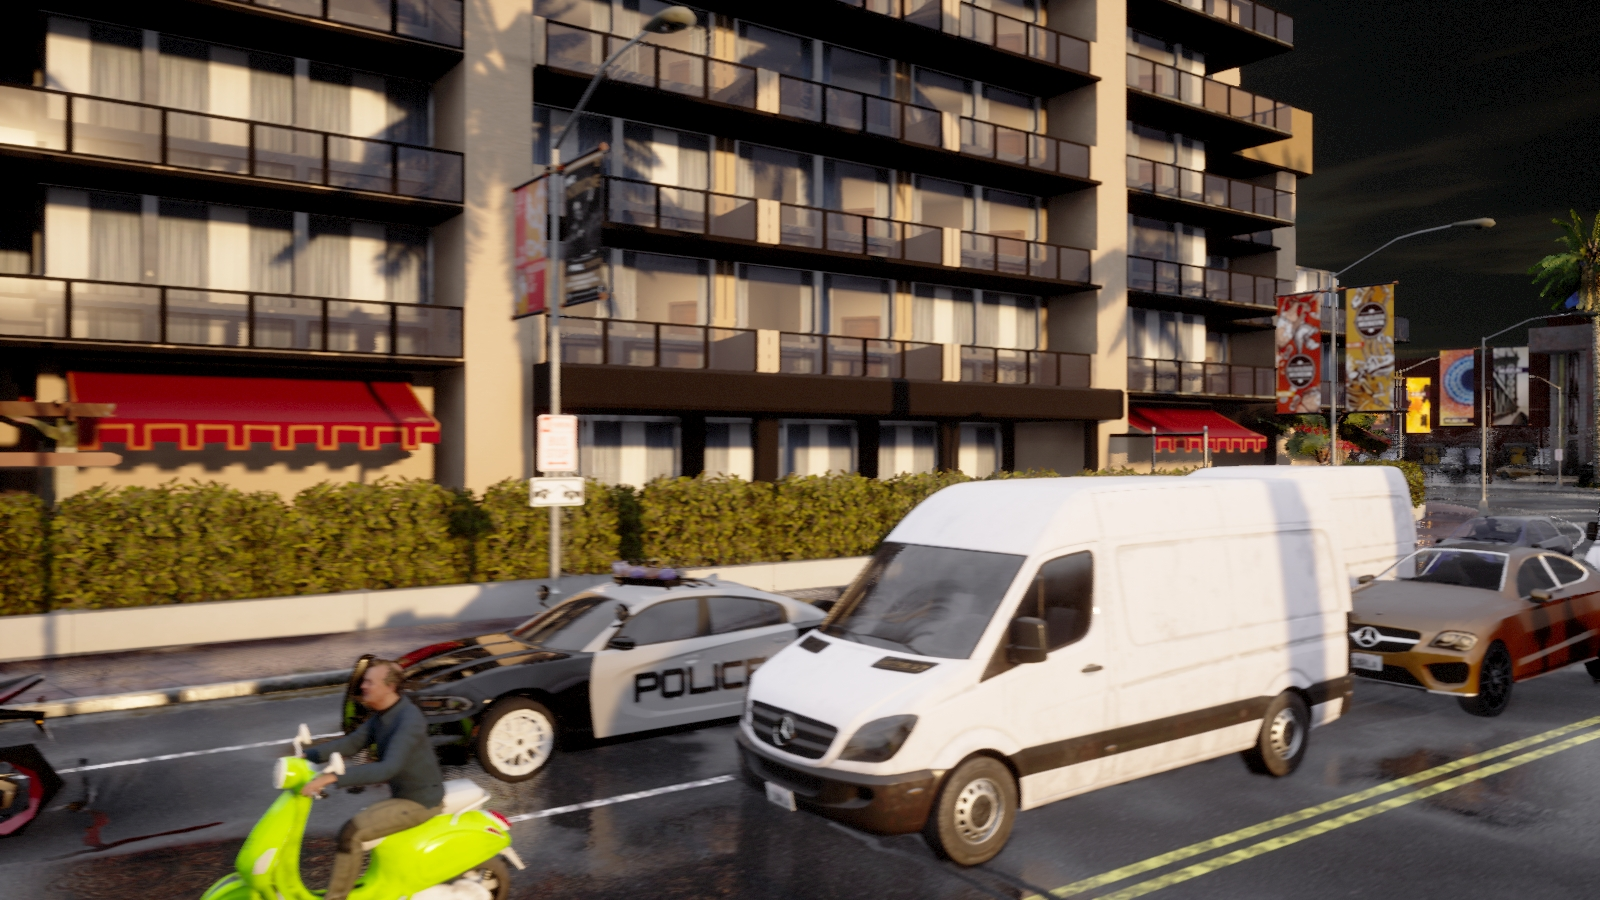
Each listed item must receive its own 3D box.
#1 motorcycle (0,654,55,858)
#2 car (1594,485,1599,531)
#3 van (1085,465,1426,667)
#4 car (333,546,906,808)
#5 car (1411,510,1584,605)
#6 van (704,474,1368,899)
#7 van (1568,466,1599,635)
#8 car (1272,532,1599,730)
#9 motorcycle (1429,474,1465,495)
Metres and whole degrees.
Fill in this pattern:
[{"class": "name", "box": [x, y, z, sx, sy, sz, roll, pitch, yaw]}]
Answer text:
[{"class": "motorcycle", "box": [-6.440, 2.205, 7.821, 2.209, 1.251, 0.867, 0, 0, -35]}, {"class": "car", "box": [28.634, 2.034, 39.093, 2.097, 1.535, 5.006, 0, 0, 31]}, {"class": "van", "box": [7.084, 1.534, 17.403, 5.915, 2.561, 1.988, 0, 0, -36]}, {"class": "car", "box": [-1.623, 1.982, 11.353, 5.238, 1.638, 2.097, 0, 0, -36]}, {"class": "car", "box": [13.720, 2.038, 22.422, 3.633, 1.501, 1.845, 0, 0, -40]}, {"class": "van", "box": [2.253, 1.534, 9.654, 5.915, 2.561, 1.988, 0, 0, -35]}, {"class": "van", "box": [14.868, 1.534, 18.862, 5.915, 2.561, 1.988, 0, 0, -39]}, {"class": "car", "box": [8.137, 1.992, 13.861, 5.027, 1.651, 2.152, 0, 0, -36]}, {"class": "motorcycle", "box": [41.171, 2.182, 72.770, 0.856, 1.236, 1.805, 0, 0, -36]}]
